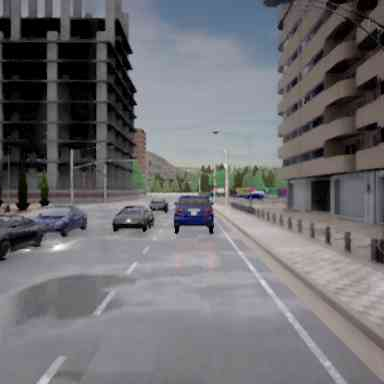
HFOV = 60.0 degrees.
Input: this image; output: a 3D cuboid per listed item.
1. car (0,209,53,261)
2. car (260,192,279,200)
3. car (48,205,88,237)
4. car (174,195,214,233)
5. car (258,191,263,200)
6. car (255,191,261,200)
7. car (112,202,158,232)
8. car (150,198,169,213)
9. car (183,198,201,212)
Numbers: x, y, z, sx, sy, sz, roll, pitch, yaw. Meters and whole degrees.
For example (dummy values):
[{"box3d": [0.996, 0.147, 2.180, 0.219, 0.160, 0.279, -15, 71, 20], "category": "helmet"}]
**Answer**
[{"box3d": [-6.999, 1.528, 11.996, 1.994, 1.385, 4.181, 0, 0, 0], "category": "car"}, {"box3d": [20.790, 1.193, 87.555, 3.806, 1.475, 1.970, 0, 0, 0], "category": "car"}, {"box3d": [-6.998, 1.473, 17.827, 1.812, 1.442, 4.674, 0, 0, 0], "category": "car"}, {"box3d": [0.115, 1.163, 19.531, 2.150, 2.045, 5.566, 0, 0, 0], "category": "car"}, {"box3d": [20.775, 1.153, 90.450, 3.905, 1.438, 1.784, 0, 0, 0], "category": "car"}, {"box3d": [20.711, 0.934, 93.132, 4.605, 1.855, 1.932, 0, 0, 0], "category": "car"}, {"box3d": [-3.398, 1.504, 19.884, 1.994, 1.385, 4.181, 0, 0, 0], "category": "car"}, {"box3d": [-3.450, 1.388, 35.016, 2.128, 1.511, 4.902, 0, 0, 0], "category": "car"}, {"box3d": [0.007, 1.450, 38.321, 1.994, 1.385, 4.181, 0, 0, -1], "category": "car"}]
